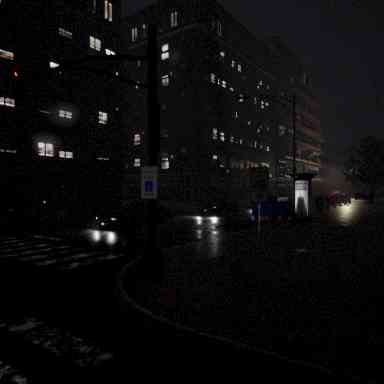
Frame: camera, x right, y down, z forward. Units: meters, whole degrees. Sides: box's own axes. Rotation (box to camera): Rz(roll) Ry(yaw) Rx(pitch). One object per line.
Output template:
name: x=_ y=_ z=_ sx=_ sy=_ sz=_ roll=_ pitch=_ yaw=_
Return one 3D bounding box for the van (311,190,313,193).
van: x=19.158 y=0.536 z=56.076 sx=1.690 sy=1.788 sz=3.998 roll=1 pitch=1 yaw=36

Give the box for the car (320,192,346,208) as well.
car: x=15.569 y=0.979 z=37.496 sx=1.887 sy=1.381 sz=4.507 roll=1 pitch=1 yaw=36

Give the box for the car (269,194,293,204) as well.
car: x=12.595 y=0.933 z=46.891 sx=1.802 sy=1.307 sz=4.206 roll=1 pitch=1 yaw=36

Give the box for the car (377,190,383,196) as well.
car: x=45.132 y=0.315 z=78.893 sx=1.802 sy=1.307 sz=4.206 roll=1 pitch=1 yaw=36

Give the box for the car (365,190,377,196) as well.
car: x=44.237 y=0.216 z=82.070 sx=1.994 sy=1.385 sz=4.181 roll=0 pitch=1 yaw=36

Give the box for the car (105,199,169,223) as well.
car: x=-3.812 y=1.283 z=23.916 sx=1.887 sy=1.381 sz=4.507 roll=1 pitch=1 yaw=36

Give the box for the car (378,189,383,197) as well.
car: x=41.847 y=0.356 z=74.293 sx=1.887 sy=1.381 sz=4.507 roll=1 pitch=1 yaw=36

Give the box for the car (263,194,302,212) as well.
car: x=9.010 y=1.031 z=32.742 sx=2.128 sy=1.511 sz=4.902 roll=0 pitch=1 yaw=36

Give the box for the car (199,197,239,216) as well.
car: x=2.410 y=1.165 z=28.405 sx=1.812 sy=1.442 sz=4.674 roll=0 pitch=1 yaw=35

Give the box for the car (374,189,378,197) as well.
car: x=31.993 y=0.590 z=60.494 sx=1.887 sy=1.381 sz=4.507 roll=1 pitch=1 yaw=36

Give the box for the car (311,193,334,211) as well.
car: x=12.285 y=1.078 z=32.897 sx=1.947 sy=1.339 sz=4.313 roll=1 pitch=1 yaw=36

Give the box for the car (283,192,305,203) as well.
car: x=15.777 y=0.801 z=51.346 sx=1.752 sy=1.417 sz=4.829 roll=1 pitch=1 yaw=36

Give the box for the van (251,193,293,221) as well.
van: x=5.716 y=1.009 z=23.693 sx=1.690 sy=1.788 sz=3.998 roll=1 pitch=1 yaw=36

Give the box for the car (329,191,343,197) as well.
car: x=32.282 y=0.428 z=74.458 sx=1.887 sy=1.381 sz=4.507 roll=1 pitch=1 yaw=36

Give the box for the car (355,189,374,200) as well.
car: x=28.709 y=0.564 z=55.892 sx=1.967 sy=1.590 sz=4.097 roll=1 pitch=1 yaw=36

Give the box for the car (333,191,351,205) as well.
car: x=18.854 y=0.923 z=42.096 sx=1.947 sy=1.339 sz=4.313 roll=1 pitch=1 yaw=36

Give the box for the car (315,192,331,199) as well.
car: x=25.720 y=0.621 z=65.270 sx=1.802 sy=1.307 sz=4.206 roll=1 pitch=1 yaw=36

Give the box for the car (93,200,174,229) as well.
car: x=-3.343 y=1.323 z=20.351 sx=2.033 sy=1.411 sz=5.357 roll=0 pitch=1 yaw=36

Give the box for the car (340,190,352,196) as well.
car: x=38.845 y=0.278 z=83.648 sx=2.008 sy=1.369 sz=4.403 roll=1 pitch=1 yaw=36
